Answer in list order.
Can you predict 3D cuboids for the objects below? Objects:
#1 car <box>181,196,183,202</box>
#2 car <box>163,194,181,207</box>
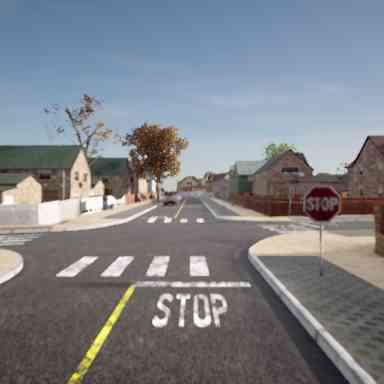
[{"bbox_3d":[-2.786,1.085,60.407,1.812,1.442,4.674,0,0,1],"label":"car"},{"bbox_3d":[-2.825,1.274,45.064,1.895,1.301,4.718,0,0,0],"label":"car"}]
